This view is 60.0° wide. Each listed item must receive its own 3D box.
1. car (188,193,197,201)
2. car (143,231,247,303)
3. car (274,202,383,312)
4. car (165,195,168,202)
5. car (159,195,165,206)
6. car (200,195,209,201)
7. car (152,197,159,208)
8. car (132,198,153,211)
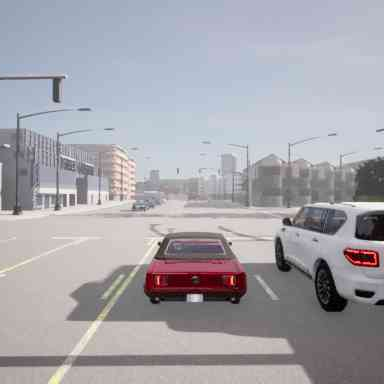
[{"bbox_3d":[0.020,1.387,88.843,2.150,2.045,5.566,0,-1,0],"label":"car"},{"bbox_3d":[0.071,1.617,8.168,1.895,1.301,4.718,0,0,0],"label":"car"},{"bbox_3d":[3.565,1.234,7.875,2.150,2.045,5.566,0,0,0],"label":"car"},{"bbox_3d":[-6.983,1.814,74.671,1.895,1.301,4.718,0,1,0],"label":"car"},{"bbox_3d":[-7.029,1.713,64.514,2.097,1.767,4.553,0,1,1],"label":"car"},{"bbox_3d":[3.520,1.521,89.196,2.097,1.767,4.553,0,-1,0],"label":"car"},{"bbox_3d":[-7.074,1.940,55.256,1.812,1.442,4.674,0,0,0],"label":"car"},{"bbox_3d":[-7.088,1.854,46.002,2.128,1.511,4.902,0,0,0],"label":"car"}]
